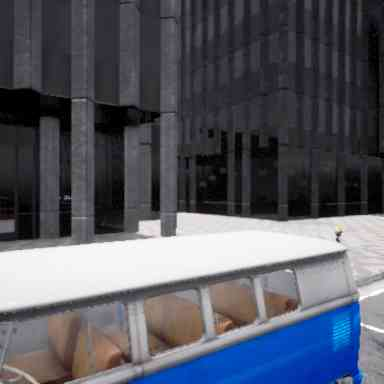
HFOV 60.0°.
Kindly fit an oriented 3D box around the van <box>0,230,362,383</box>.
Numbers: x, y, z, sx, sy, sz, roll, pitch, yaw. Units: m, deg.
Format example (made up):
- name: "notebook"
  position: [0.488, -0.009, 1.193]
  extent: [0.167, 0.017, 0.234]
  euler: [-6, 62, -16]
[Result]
- name: "van"
  position: [-0.165, 1.332, 2.971]
  extent: [3.998, 1.788, 1.690]
  euler: [0, 0, -35]
